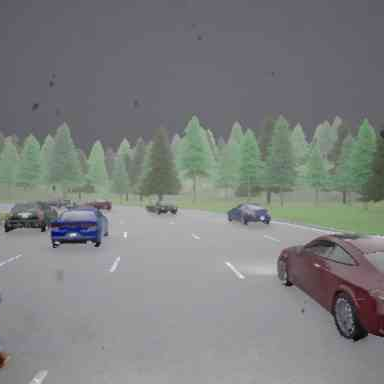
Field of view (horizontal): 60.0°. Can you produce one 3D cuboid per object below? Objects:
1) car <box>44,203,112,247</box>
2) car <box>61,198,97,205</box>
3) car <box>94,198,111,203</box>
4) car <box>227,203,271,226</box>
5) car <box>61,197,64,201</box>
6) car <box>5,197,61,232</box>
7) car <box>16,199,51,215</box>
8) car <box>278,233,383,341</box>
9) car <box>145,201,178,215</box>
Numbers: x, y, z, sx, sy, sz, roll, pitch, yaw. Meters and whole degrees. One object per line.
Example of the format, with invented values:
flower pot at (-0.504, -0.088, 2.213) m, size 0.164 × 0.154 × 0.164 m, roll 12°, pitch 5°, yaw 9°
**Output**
car at (-4.915, 1.477, 15.040) m, size 1.882 × 1.535 × 5.008 m, roll 0°, pitch 0°, yaw -9°
car at (-11.613, 1.601, 33.990) m, size 1.895 × 1.301 × 4.718 m, roll 0°, pitch 0°, yaw -32°
car at (-11.149, 1.478, 38.928) m, size 1.882 × 1.535 × 5.008 m, roll 0°, pitch 0°, yaw -38°
car at (3.973, 1.526, 23.709) m, size 1.812 × 1.442 × 4.674 m, roll 0°, pitch 0°, yaw -14°
car at (-18.678, 1.492, 46.207) m, size 4.902 × 1.511 × 2.128 m, roll 0°, pitch 0°, yaw 35°
car at (-9.584, 1.353, 20.218) m, size 2.097 × 1.767 × 4.553 m, roll 0°, pitch 0°, yaw -13°
car at (-16.925, 1.547, 35.410) m, size 2.033 × 1.411 × 5.357 m, roll 0°, pitch 0°, yaw -41°
car at (3.152, 1.525, 6.426) m, size 1.812 × 1.442 × 4.674 m, roll 0°, pitch 0°, yaw -3°
car at (-3.183, 1.601, 33.670) m, size 1.895 × 1.301 × 4.718 m, roll 0°, pitch 0°, yaw -26°
